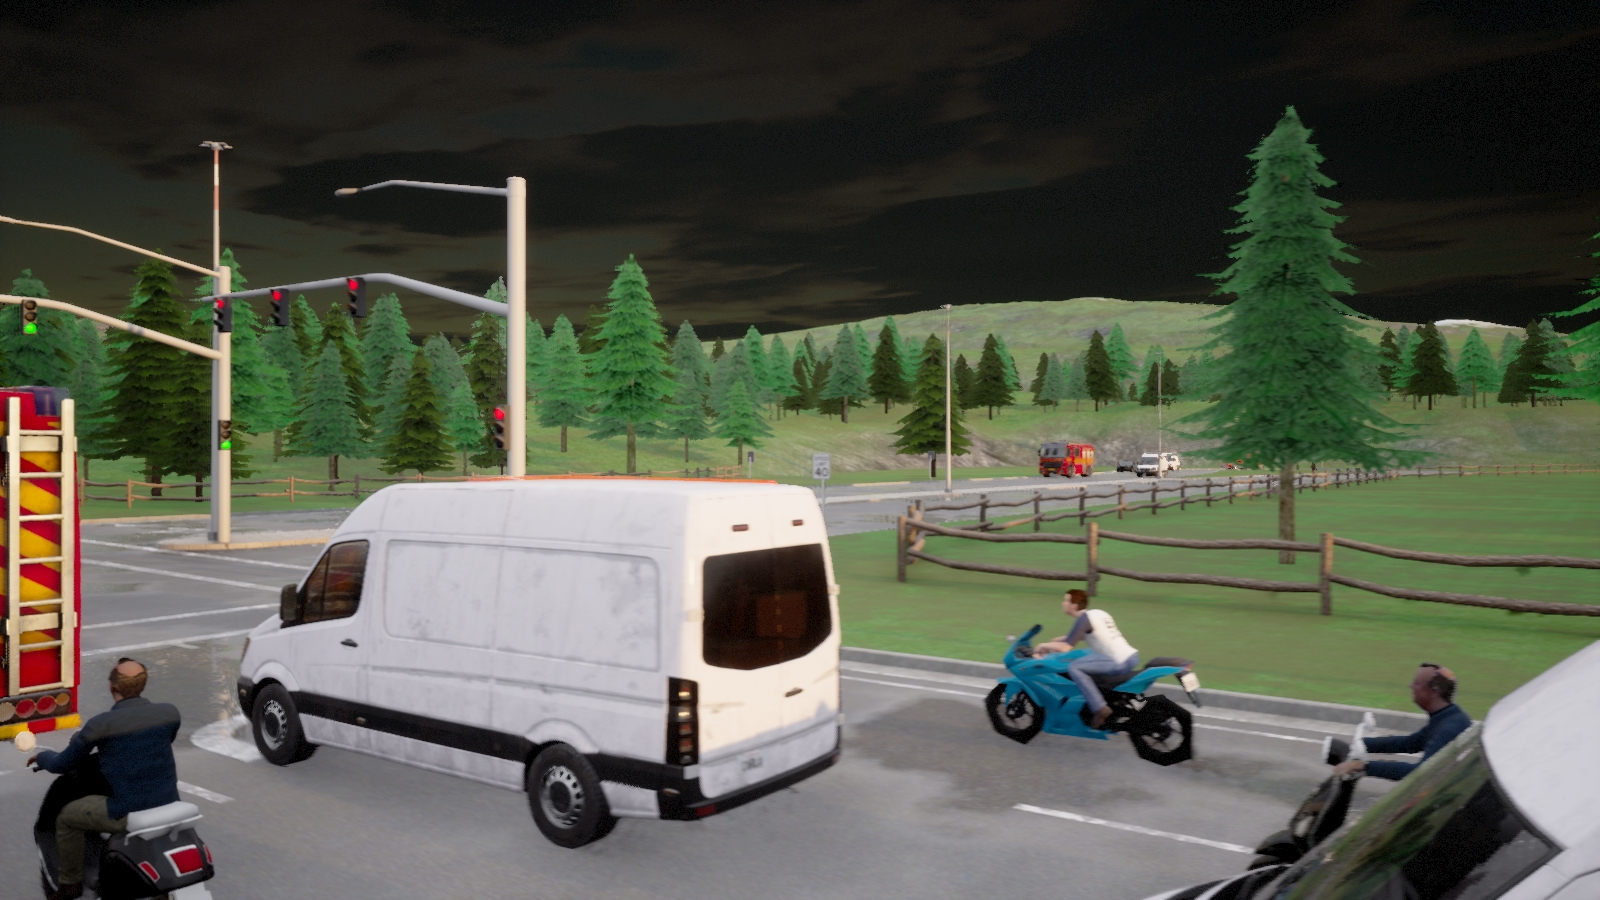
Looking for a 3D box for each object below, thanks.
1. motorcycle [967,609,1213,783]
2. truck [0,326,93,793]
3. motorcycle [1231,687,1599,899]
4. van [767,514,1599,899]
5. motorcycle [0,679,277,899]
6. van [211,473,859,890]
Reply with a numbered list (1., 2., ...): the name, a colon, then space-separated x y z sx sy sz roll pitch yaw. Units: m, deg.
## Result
1. motorcycle: 2.637 2.186 10.483 2.033 1.199 0.803 0 0 35
2. truck: -10.465 0.891 11.145 8.468 3.827 2.891 0 0 34
3. motorcycle: 3.433 2.142 6.382 1.805 1.316 0.856 0 0 29
4. van: 2.978 1.534 2.223 5.915 2.561 1.988 0 0 30
5. motorcycle: -3.907 2.142 6.543 1.805 1.316 0.856 0 0 35
6. van: -2.534 1.535 9.836 5.915 2.561 1.988 0 0 35
